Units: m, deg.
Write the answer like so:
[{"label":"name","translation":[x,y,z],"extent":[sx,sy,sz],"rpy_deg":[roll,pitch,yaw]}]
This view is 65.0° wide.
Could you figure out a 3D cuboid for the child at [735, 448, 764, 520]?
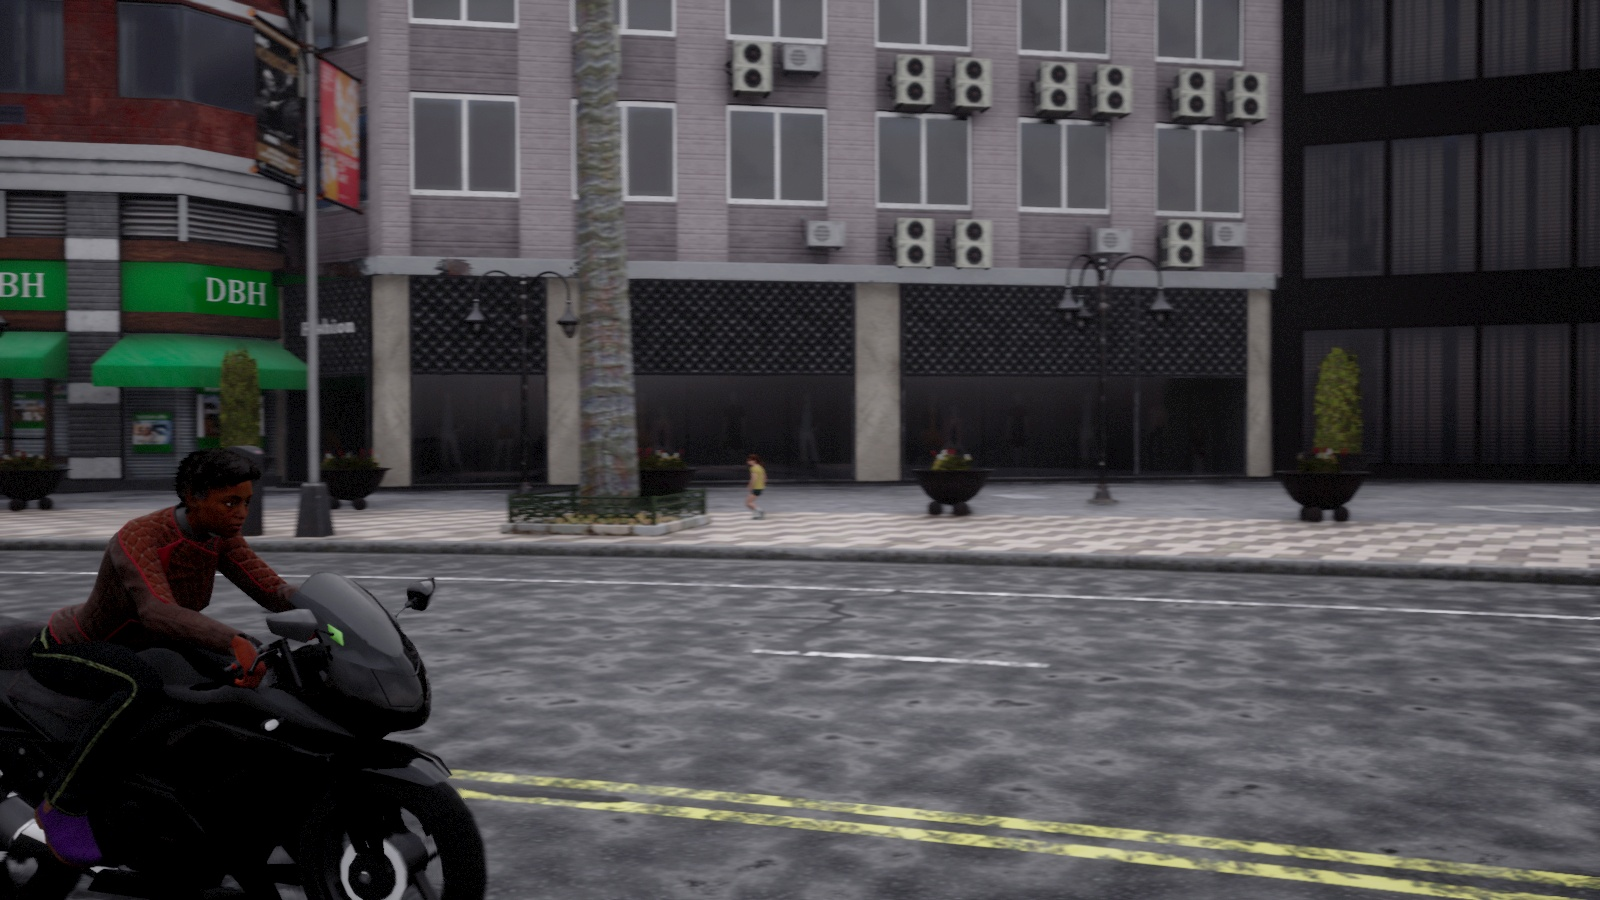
[{"label":"child","translation":[-0.788,0.528,19.541],"extent":[0.394,1.110,0.255],"rpy_deg":[0,1,15]}]

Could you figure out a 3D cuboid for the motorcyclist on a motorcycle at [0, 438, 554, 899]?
[{"label":"motorcyclist on a motorcycle","translation":[-1.862,0.737,3.808],"extent":[2.044,1.523,0.797],"rpy_deg":[0,2,15]}]
